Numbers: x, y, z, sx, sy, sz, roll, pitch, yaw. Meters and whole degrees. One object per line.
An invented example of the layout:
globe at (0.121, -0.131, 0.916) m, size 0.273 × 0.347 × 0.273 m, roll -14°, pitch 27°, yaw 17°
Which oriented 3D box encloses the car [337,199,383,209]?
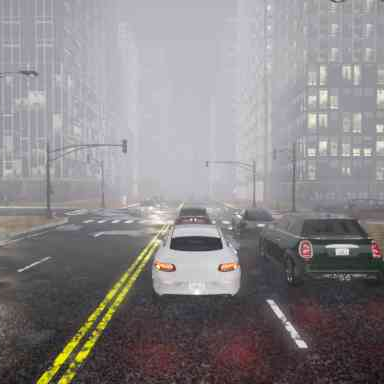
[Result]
car at (16.132, 1.519, 29.641) m, size 5.009 × 1.841 × 2.192 m, roll 1°, pitch 0°, yaw 1°

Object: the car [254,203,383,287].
car at (3.329, 1.348, 9.504) m, size 2.097 × 1.767 × 4.553 m, roll 0°, pitch 0°, yaw 0°

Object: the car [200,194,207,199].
car at (3.038, 1.266, 90.817) m, size 1.812 × 1.442 × 4.674 m, roll 0°, pitch 0°, yaw 0°

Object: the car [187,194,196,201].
car at (-0.187, 1.418, 80.393) m, size 1.837 × 1.490 × 4.892 m, roll 0°, pitch 0°, yaw 0°

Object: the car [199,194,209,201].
car at (3.063, 1.396, 80.400) m, size 1.882 × 1.535 × 5.008 m, roll 0°, pitch 0°, yaw 0°

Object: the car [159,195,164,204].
car at (-6.711, 1.430, 61.146) m, size 1.882 × 1.535 × 5.008 m, roll 0°, pitch 0°, yaw 1°

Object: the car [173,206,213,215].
car at (0.060, 1.495, 17.477) m, size 1.837 × 1.490 × 4.892 m, roll 0°, pitch 0°, yaw 0°

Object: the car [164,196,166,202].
car at (-6.668, 1.416, 71.521) m, size 1.882 × 1.535 × 5.008 m, roll 0°, pitch 0°, yaw 0°

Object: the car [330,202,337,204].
car at (15.072, 1.702, 35.427) m, size 4.718 × 1.301 × 1.895 m, roll 0°, pitch 1°, yaw 0°

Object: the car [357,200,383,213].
car at (21.721, 1.642, 37.941) m, size 4.829 × 1.417 × 1.752 m, roll 1°, pitch 0°, yaw 1°

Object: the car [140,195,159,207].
car at (-6.709, 1.528, 50.821) m, size 1.994 × 1.385 × 4.181 m, roll 0°, pitch 0°, yaw 0°

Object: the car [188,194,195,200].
car at (-0.212, 1.220, 90.810) m, size 1.882 × 1.535 × 5.008 m, roll 0°, pitch 0°, yaw 0°

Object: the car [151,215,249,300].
car at (0.083, 1.522, 8.228) m, size 1.812 × 1.442 × 4.674 m, roll 0°, pitch 0°, yaw 0°

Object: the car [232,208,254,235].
car at (3.307, 1.555, 17.890) m, size 1.994 × 1.385 × 4.181 m, roll 0°, pitch 0°, yaw 0°
